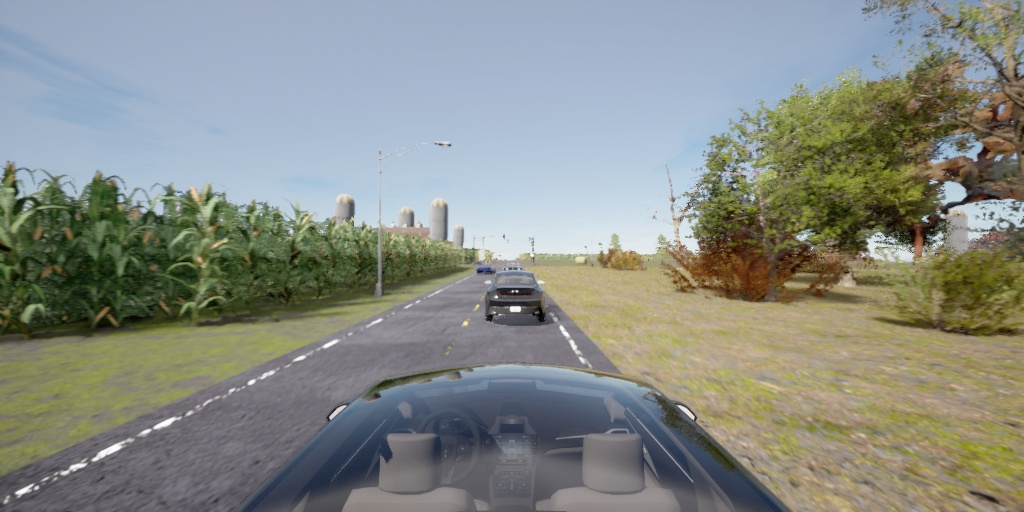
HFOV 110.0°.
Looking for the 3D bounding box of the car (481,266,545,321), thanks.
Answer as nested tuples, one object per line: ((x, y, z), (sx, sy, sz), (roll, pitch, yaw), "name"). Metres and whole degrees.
((0.098, 1.260, 12.562), (1.837, 1.490, 4.892), (0, 0, 0), "car")

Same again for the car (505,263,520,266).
((0.096, 1.378, 38.495), (1.895, 1.301, 4.718), (0, 0, 0), "car")

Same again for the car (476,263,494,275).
((-2.847, 1.378, 39.103), (1.895, 1.301, 4.718), (0, 0, 0), "car")
